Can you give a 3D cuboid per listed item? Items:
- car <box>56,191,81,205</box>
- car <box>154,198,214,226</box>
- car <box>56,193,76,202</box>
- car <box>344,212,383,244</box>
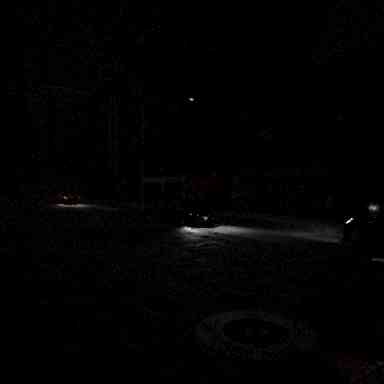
[{"bbox_3d":[-15.524,0.653,41.786,2.097,1.767,4.553,1,0,-35],"label":"car"},{"bbox_3d":[-0.624,1.180,20.589,1.837,1.490,4.892,1,1,-35],"label":"car"},{"bbox_3d":[-20.397,0.847,53.665,1.895,1.301,4.718,1,0,-35],"label":"car"},{"bbox_3d":[8.391,1.258,12.952,2.097,1.767,4.553,1,1,-35],"label":"car"}]
